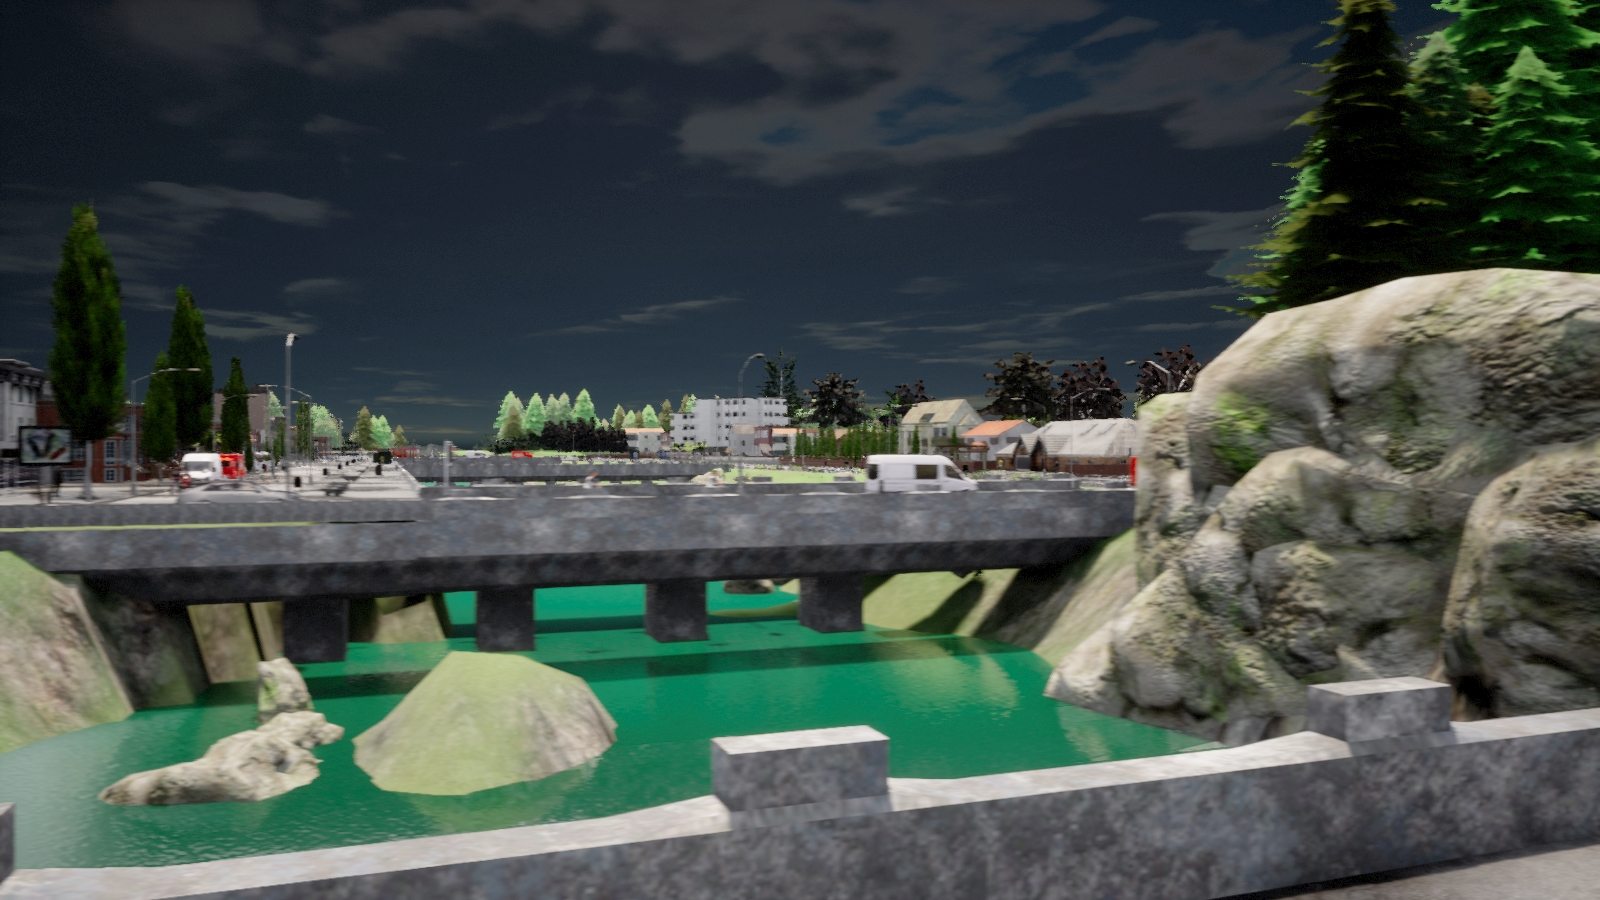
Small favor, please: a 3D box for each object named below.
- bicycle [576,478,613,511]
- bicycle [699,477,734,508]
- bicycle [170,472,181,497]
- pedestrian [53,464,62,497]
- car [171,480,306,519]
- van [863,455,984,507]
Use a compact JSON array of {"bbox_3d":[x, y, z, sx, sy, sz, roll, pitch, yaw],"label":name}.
[{"bbox_3d":[-9.542,2.056,53.168,1.643,1.496,0.373,1,0,-19],"label":"bicycle"},{"bbox_3d":[-4.032,2.056,55.132,1.643,1.496,0.373,1,0,-19],"label":"bicycle"},{"bbox_3d":[-37.483,2.060,68.574,0.329,1.471,1.835,0,0,-20],"label":"bicycle"},{"bbox_3d":[-42.249,1.737,64.998,0.375,1.860,0.375,0,0,-19],"label":"pedestrian"},{"bbox_3d":[-23.474,2.047,47.989,4.902,1.511,2.128,0,0,-20],"label":"car"},{"bbox_3d":[6.365,1.534,58.835,5.915,2.561,1.988,0,0,-20],"label":"van"}]
